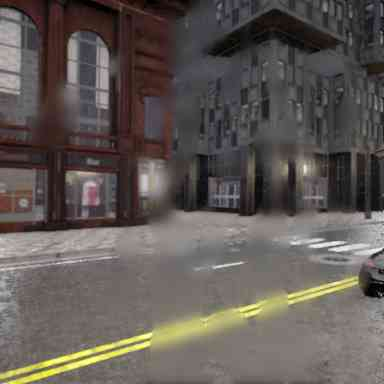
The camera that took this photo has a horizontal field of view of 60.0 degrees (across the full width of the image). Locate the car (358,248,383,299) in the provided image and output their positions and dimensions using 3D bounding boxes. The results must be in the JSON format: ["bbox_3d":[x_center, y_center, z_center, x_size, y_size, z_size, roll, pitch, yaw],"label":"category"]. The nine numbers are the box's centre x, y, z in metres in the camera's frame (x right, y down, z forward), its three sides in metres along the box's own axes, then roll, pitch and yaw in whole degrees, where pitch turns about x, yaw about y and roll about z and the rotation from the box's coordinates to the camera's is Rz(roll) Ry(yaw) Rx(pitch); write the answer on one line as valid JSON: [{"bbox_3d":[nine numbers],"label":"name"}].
[{"bbox_3d":[5.582,1.603,7.431,4.181,1.385,1.994,0,0,-36],"label":"car"}]
